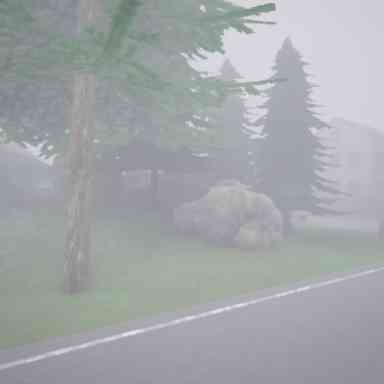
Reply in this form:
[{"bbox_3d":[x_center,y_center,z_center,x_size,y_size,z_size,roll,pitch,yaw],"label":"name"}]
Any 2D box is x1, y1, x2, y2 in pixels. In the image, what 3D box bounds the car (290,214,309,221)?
[{"bbox_3d":[7.501,1.385,28.770,2.150,2.045,5.566,1,0,-35],"label":"car"}]
